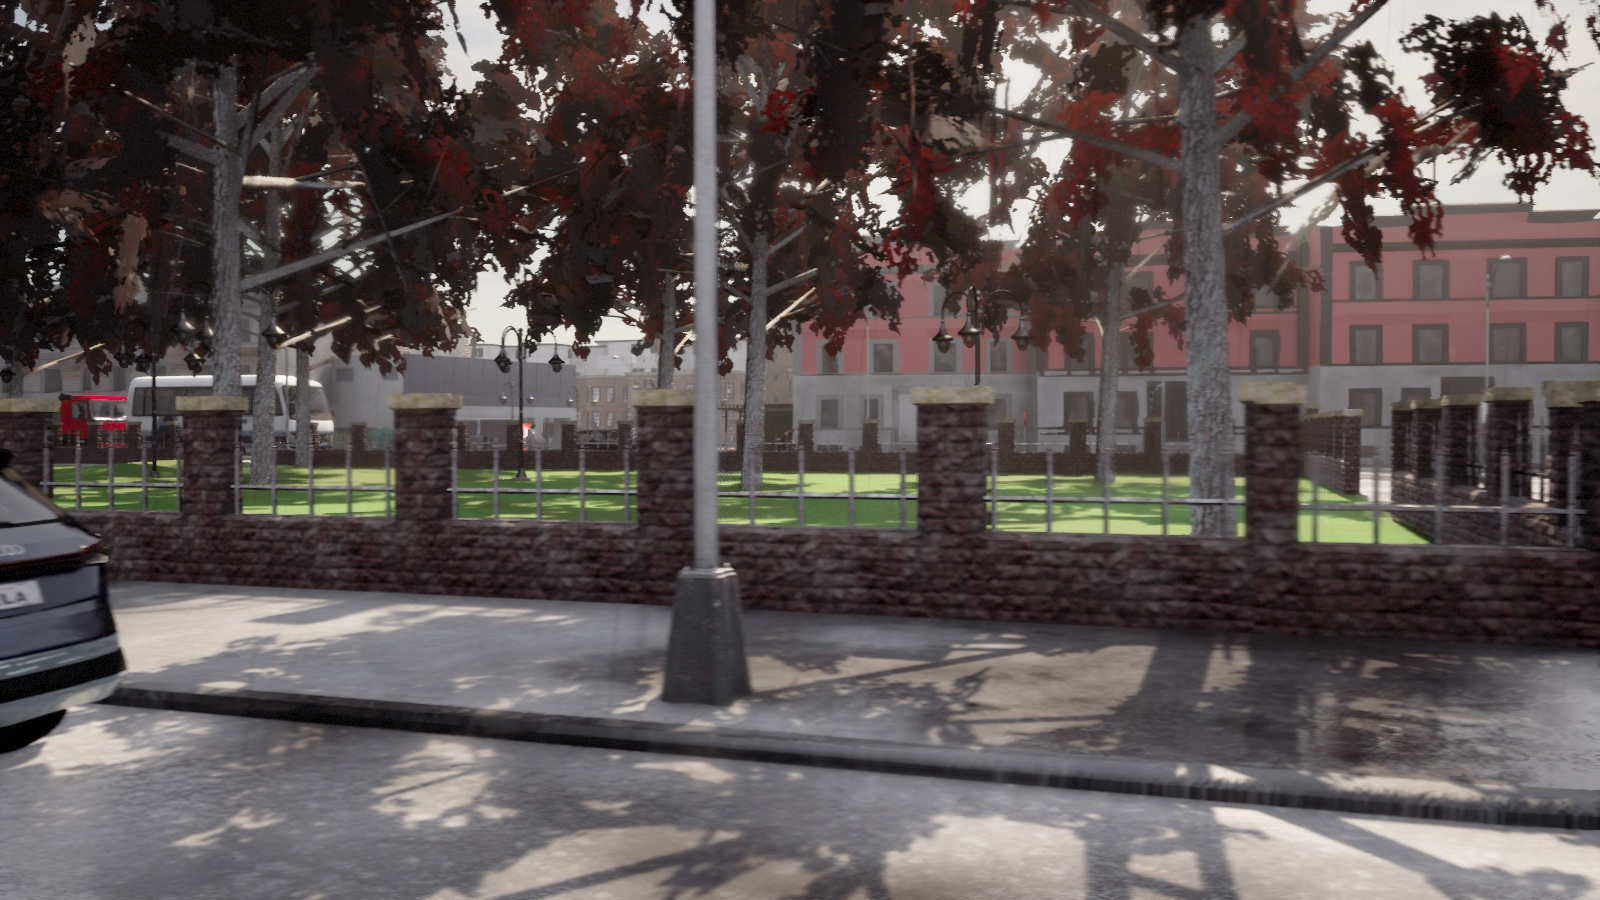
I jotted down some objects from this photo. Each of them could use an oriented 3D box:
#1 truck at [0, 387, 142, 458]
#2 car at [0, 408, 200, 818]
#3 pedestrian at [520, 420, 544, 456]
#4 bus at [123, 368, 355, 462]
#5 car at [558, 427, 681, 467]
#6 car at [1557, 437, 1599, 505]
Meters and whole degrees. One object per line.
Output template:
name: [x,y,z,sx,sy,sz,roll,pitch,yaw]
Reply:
truck: [-38.032,-1.409,64.377,7.936,3.462,2.891,1,1,19]
car: [-5.536,0.633,5.756,4.856,1.649,2.033,1,1,15]
pedestrian: [-13.994,-0.611,65.505,0.900,1.855,0.874,1,1,19]
bus: [-27.103,-1.687,60.685,10.273,4.253,3.944,1,1,19]
car: [-7.789,-0.173,54.172,4.856,1.649,2.033,1,1,19]
car: [18.978,0.467,28.759,1.816,1.474,4.193,1,1,17]
